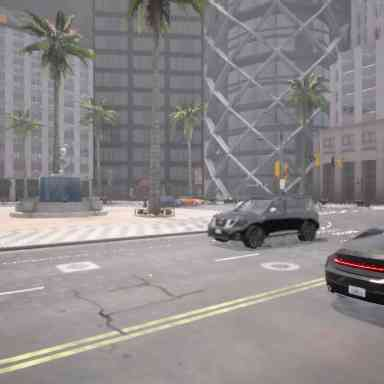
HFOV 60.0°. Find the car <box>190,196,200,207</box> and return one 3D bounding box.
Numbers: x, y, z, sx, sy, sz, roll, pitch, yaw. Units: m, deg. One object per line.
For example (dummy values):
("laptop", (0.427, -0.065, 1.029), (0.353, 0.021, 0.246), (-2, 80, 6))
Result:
("car", (-0.269, 1.353, 49.599), (4.553, 1.767, 2.097), (0, 0, 31))

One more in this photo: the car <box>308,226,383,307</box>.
("car", (4.893, 1.505, 7.279), (4.892, 1.490, 1.837), (0, 0, -35))

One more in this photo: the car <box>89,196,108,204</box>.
("car", (-18.294, 1.478, 62.134), (5.008, 1.535, 1.882), (0, 0, 2))

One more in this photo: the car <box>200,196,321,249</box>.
("car", (3.351, 1.221, 14.830), (5.566, 2.045, 2.150), (0, 0, -34))

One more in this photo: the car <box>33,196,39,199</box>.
("car", (-28.454, 1.492, 61.334), (4.902, 1.511, 2.128), (0, 0, -10))

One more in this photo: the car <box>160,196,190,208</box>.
("car", (-3.135, 1.352, 47.342), (4.553, 1.767, 2.097), (0, 0, 29))

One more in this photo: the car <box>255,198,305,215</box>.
("car", (9.050, 1.477, 34.510), (1.882, 1.535, 5.008), (0, 0, -35))

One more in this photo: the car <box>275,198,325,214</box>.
("car", (11.811, 1.492, 36.788), (2.128, 1.511, 4.902), (0, 0, -37))
